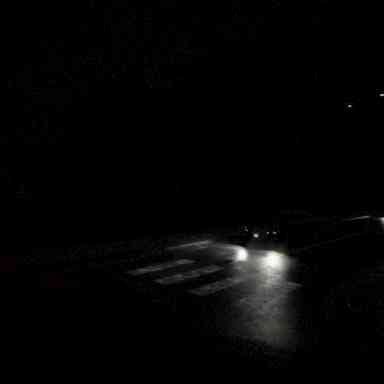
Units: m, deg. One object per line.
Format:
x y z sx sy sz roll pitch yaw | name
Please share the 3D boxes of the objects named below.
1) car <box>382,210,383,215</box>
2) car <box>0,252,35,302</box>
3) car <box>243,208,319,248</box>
20.897 1.857 33.645 2.033 1.411 5.357 2 1 43 | car
-5.159 1.517 5.077 1.895 1.301 4.718 2 1 42 | car
4.256 1.542 15.390 1.837 1.490 4.892 2 2 43 | car
